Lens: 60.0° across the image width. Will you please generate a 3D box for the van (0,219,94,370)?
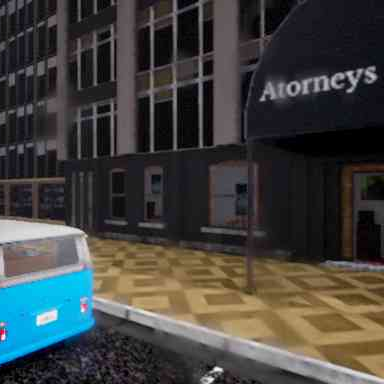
[{"bbox_3d":[-3.319,1.333,5.241,3.998,1.788,1.690,0,0,35],"label":"van"}]
